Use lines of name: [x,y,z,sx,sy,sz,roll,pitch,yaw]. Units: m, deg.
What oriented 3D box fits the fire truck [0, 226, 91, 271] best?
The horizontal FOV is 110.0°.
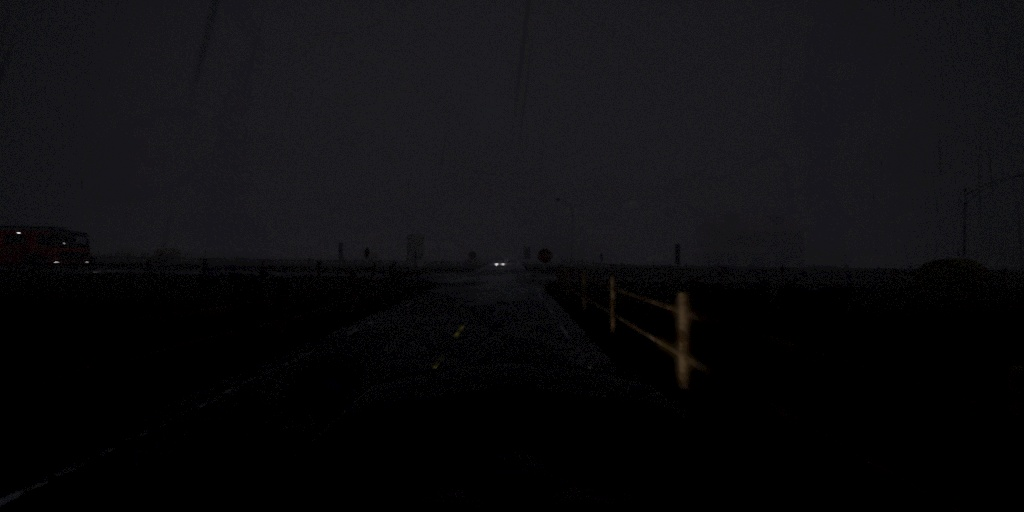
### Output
fire truck: [-42.058,-0.680,30.991,8.468,3.827,2.891,1,0,0]
